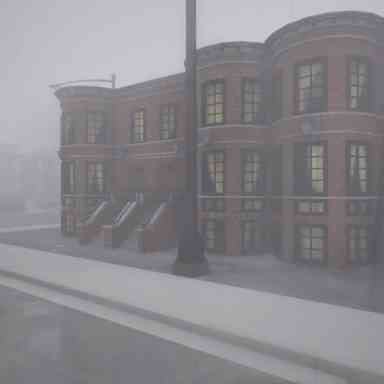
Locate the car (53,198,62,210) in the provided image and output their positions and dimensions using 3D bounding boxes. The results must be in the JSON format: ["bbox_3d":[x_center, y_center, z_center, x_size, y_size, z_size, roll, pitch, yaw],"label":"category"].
[{"bbox_3d":[-14.209,1.601,41.203,1.895,1.301,4.718,0,0,36],"label":"car"}]

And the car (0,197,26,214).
[{"bbox_3d":[-19.492,1.352,33.798,2.097,1.767,4.553,0,0,35],"label":"car"}]

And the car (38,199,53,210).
[{"bbox_3d":[-17.273,1.478,42.933,1.882,1.535,5.008,0,0,35],"label":"car"}]
